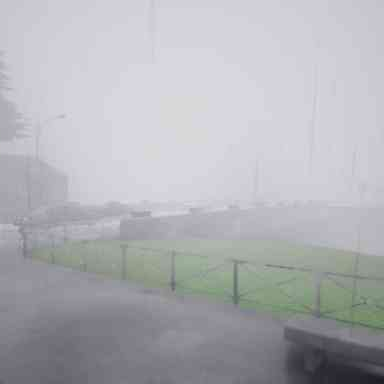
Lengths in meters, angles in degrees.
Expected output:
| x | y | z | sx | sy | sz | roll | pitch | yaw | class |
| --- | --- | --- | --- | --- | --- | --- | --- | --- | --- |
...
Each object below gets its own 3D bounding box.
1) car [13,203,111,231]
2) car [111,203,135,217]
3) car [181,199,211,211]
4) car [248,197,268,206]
| x | y | z | sx | sy | sz | roll | pitch | yaw | class |
| --- | --- | --- | --- | --- | --- | --- | --- | --- | --- |
| -8.126 | 1.547 | 20.804 | 2.033 | 1.411 | 5.357 | 0 | 0 | 42 | car |
| -7.243 | 1.601 | 28.683 | 1.895 | 1.301 | 4.718 | 0 | 0 | 35 | car |
| 0.590 | 1.526 | 39.654 | 1.812 | 1.442 | 4.674 | 0 | 0 | 36 | car |
| 10.720 | 1.501 | 53.722 | 2.128 | 1.511 | 4.902 | 0 | 0 | 35 | car |
